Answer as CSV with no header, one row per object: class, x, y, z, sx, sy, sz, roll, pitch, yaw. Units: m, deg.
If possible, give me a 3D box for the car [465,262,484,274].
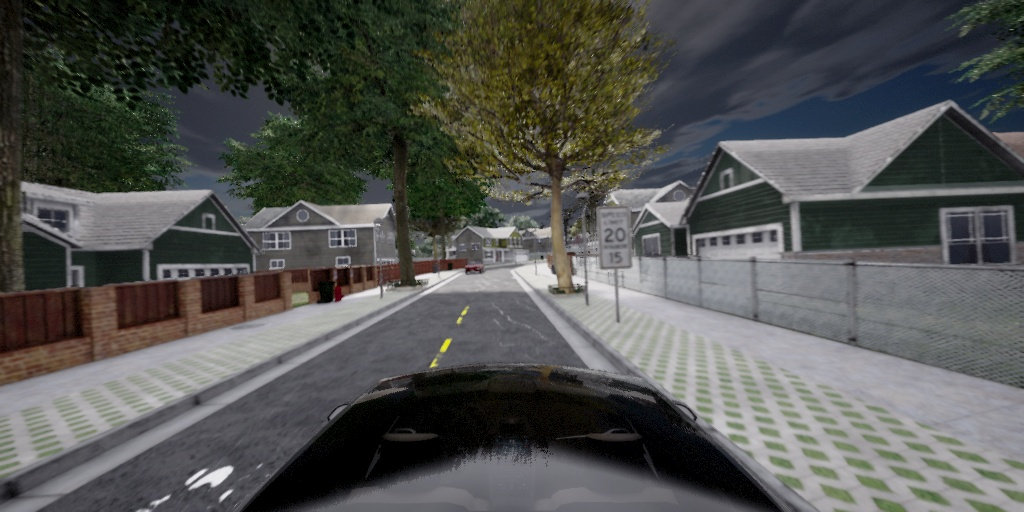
car,-4.312,1.321,41.659,1.895,1.301,4.718,-3,1,0
